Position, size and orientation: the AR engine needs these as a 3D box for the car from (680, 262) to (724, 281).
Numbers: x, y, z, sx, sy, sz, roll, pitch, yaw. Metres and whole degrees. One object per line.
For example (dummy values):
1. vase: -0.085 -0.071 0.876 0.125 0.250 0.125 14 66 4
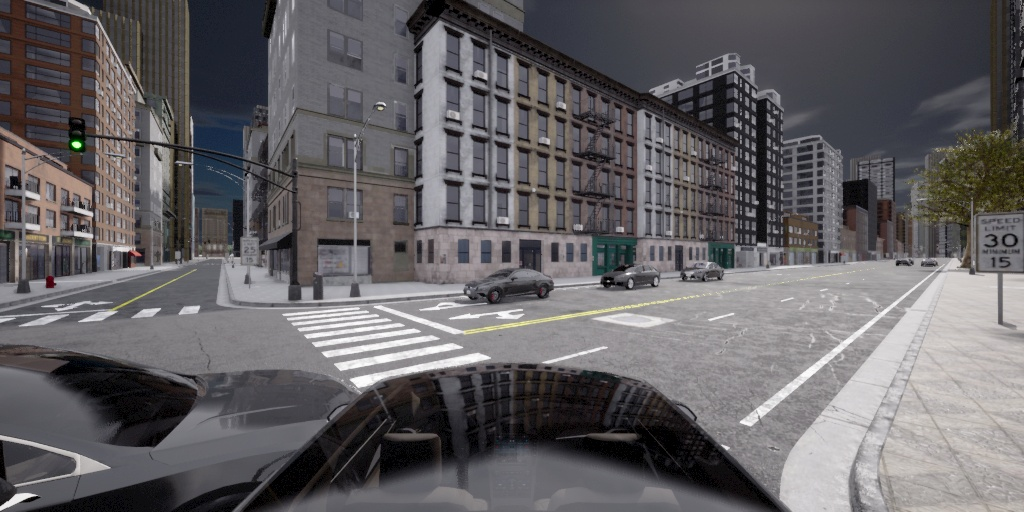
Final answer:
1. car: 15.662 1.235 29.443 4.902 1.511 2.128 0 0 -39

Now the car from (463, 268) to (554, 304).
1. car: -0.039 1.286 16.748 4.674 1.442 1.812 0 0 -39

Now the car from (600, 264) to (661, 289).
1. car: 7.652 1.258 22.972 4.892 1.490 1.837 0 0 -39

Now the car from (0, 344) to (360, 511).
1. car: -3.222 1.257 1.776 4.892 1.490 1.837 0 0 -35
